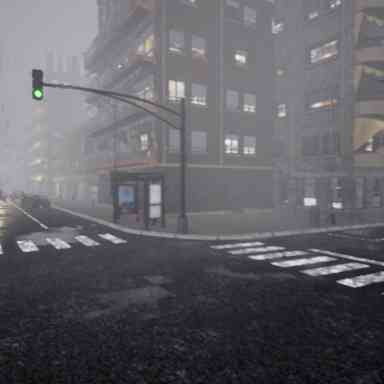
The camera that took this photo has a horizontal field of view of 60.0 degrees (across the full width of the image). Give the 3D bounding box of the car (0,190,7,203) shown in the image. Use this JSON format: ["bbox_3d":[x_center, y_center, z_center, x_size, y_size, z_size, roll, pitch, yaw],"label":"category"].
[{"bbox_3d":[-26.052,0.488,44.625,2.097,1.767,4.553,-1,1,-31],"label":"car"}]

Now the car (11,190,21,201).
[{"bbox_3d":[-25.486,0.483,48.811,1.967,1.590,4.097,-1,2,-31],"label":"car"}]

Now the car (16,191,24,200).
[{"bbox_3d":[-16.643,0.862,34.395,1.887,1.381,4.507,-1,2,-31],"label":"car"}]

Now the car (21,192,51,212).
[{"bbox_3d":[-13.696,0.960,29.589,2.008,1.369,4.403,-1,2,-31],"label":"car"}]

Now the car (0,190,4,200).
[{"bbox_3d":[-31.174,0.455,52.954,1.882,1.535,5.008,-1,1,-31],"label":"car"}]
